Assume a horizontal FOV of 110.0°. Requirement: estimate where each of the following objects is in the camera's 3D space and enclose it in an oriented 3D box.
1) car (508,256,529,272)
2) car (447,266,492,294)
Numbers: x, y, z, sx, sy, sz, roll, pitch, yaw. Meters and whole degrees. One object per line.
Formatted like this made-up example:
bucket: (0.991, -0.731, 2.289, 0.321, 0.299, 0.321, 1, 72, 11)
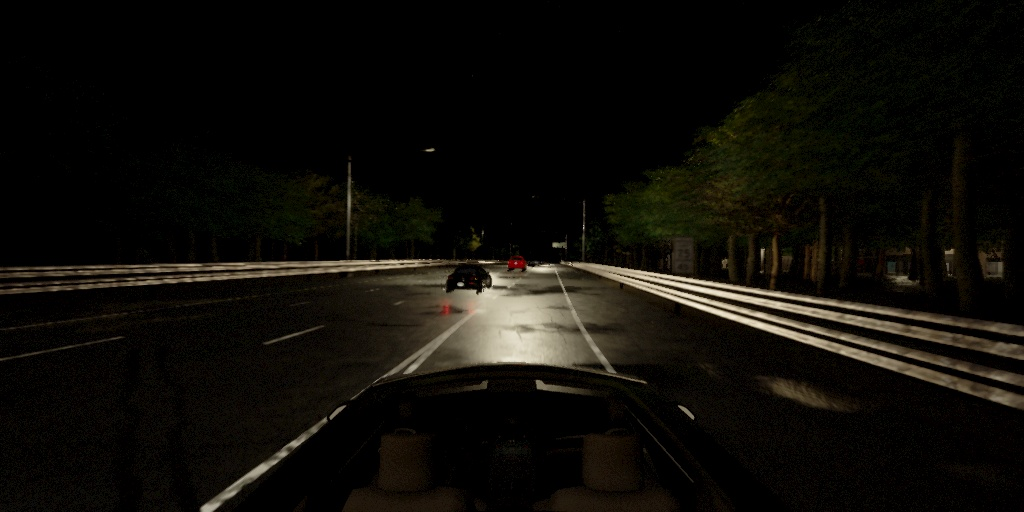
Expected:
car: (0.776, 1.093, 49.045, 2.150, 2.045, 5.566, 1, 0, 6)
car: (-2.305, 1.250, 20.002, 1.812, 1.442, 4.674, 1, 0, 6)
